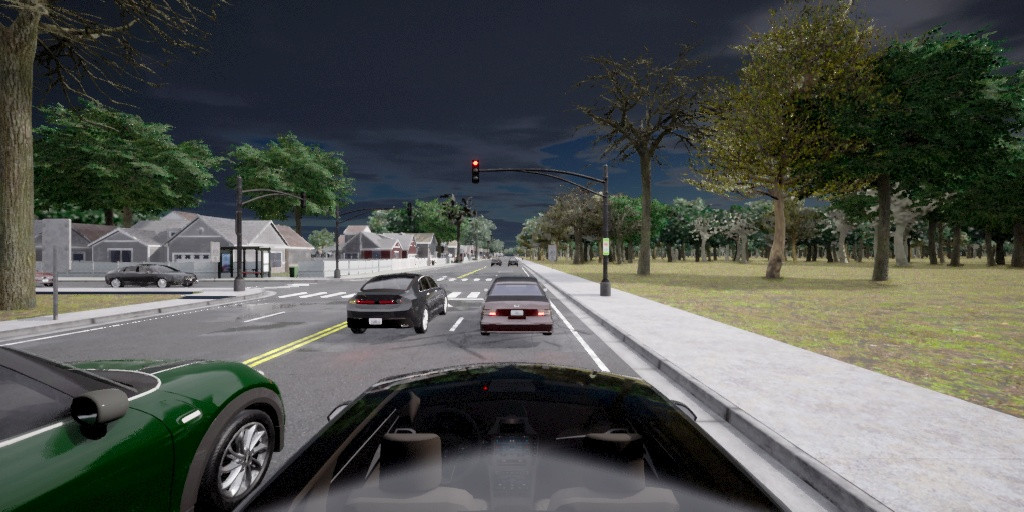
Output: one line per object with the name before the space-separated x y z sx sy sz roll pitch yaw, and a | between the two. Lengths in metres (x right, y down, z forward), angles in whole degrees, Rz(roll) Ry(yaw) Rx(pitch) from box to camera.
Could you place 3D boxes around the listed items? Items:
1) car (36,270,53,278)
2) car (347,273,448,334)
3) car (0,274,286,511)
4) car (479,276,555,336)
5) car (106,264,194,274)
car | -32.201 1.323 22.967 4.674 1.442 1.812 0 0 0
car | -3.145 1.254 10.661 1.837 1.490 4.892 0 0 0
car | -3.148 1.102 1.463 2.097 1.767 4.553 0 0 0
car | 0.112 1.297 10.410 2.033 1.411 5.357 0 0 0
car | -22.913 1.286 22.893 4.892 1.490 1.837 0 0 0
